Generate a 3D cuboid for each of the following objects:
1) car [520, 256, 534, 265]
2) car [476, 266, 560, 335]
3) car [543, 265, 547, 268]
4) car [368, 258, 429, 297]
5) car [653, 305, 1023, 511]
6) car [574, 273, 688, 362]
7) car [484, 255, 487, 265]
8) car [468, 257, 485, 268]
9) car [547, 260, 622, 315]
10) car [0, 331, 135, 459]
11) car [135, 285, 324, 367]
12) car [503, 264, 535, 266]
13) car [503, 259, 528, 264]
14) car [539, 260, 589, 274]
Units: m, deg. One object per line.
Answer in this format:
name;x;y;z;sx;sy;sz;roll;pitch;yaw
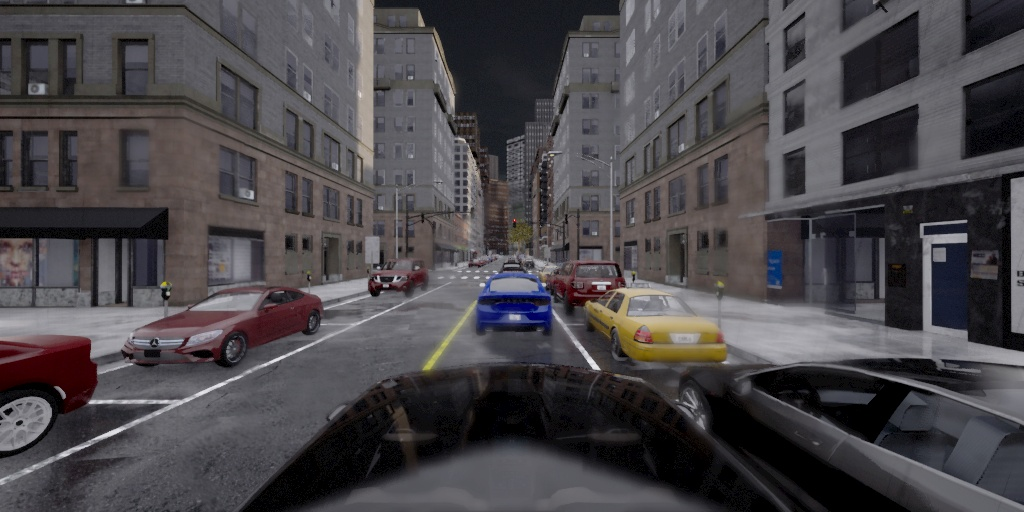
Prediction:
car;2.674;1.132;56.628;2.007;1.370;4.403;0;0;0
car;0.035;1.222;10.492;1.882;1.535;5.008;0;0;-1
car;2.735;1.313;18.968;1.802;1.307;4.207;0;0;0
car;-5.791;1.045;18.961;2.192;1.841;5.009;0;0;0
car;2.761;1.316;2.310;1.948;1.339;4.313;0;0;0
car;2.753;1.272;8.032;1.751;1.417;4.829;0;0;0
car;-5.860;0.989;62.046;1.967;1.591;4.097;0;0;0
car;-5.851;1.126;56.621;1.888;1.381;4.507;0;0;0
car;2.744;1.055;13.416;2.192;1.841;5.009;0;0;0
car;-5.764;1.295;2.303;1.888;1.381;4.507;0;0;0
car;-5.772;1.328;7.855;1.802;1.307;4.207;0;0;0
car;0.067;1.297;18.024;1.994;1.385;4.181;0;0;0
car;0.006;1.216;26.937;1.837;1.490;4.892;0;0;0
car;5.847;1.204;40.361;5.357;1.411;2.033;0;0;9
